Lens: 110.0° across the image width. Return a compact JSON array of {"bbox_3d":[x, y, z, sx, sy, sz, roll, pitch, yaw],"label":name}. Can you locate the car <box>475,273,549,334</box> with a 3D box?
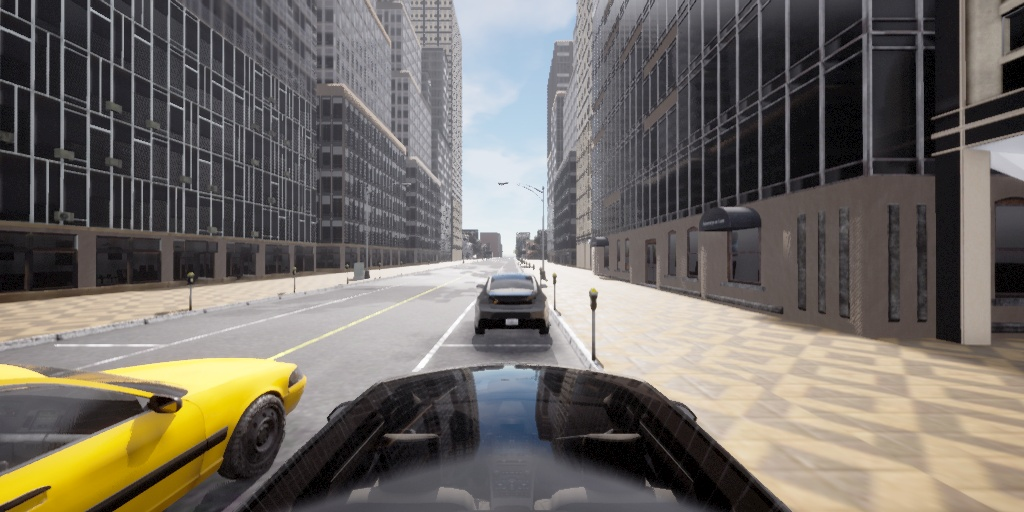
[{"bbox_3d":[0.000,1.241,10.499,1.837,1.490,4.892,0,0,0],"label":"car"}]

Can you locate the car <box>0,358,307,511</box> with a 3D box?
[{"bbox_3d":[-3.145,1.200,1.689,1.801,1.575,5.366,0,0,0],"label":"car"}]
